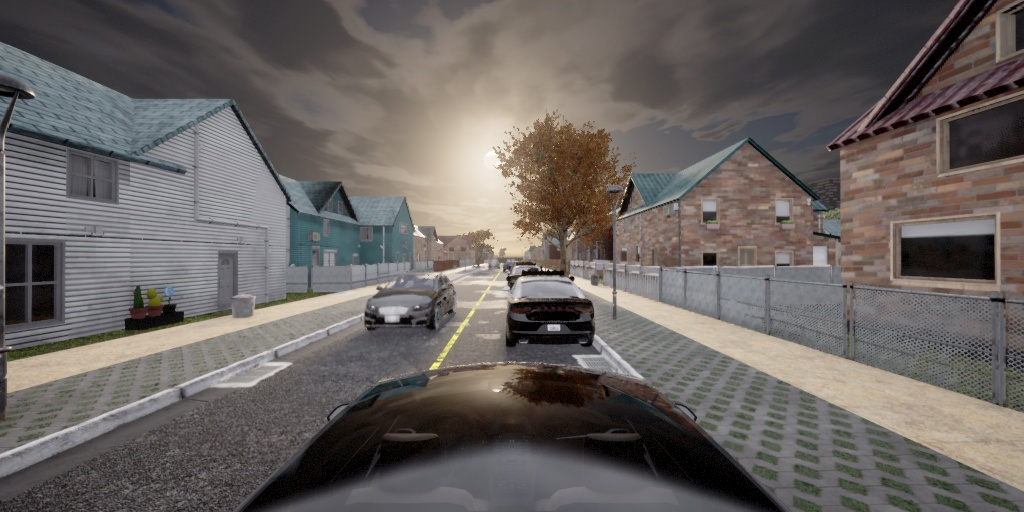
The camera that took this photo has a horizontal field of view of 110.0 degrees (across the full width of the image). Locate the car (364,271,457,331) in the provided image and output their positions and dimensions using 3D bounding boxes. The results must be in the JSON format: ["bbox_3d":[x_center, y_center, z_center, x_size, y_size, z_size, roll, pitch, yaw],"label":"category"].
[{"bbox_3d":[-2.883,1.245,11.059,2.128,1.511,4.902,0,0,0],"label":"car"}]

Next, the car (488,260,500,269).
[{"bbox_3d":[-2.964,1.412,59.280,2.128,1.511,4.902,0,0,0],"label":"car"}]

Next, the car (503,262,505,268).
[{"bbox_3d":[-0.133,1.214,49.086,2.097,1.767,4.553,0,0,0],"label":"car"}]

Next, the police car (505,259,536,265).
[{"bbox_3d":[0.760,1.184,19.489,1.930,1.638,5.238,0,0,0],"label":"police car"}]

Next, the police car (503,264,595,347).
[{"bbox_3d":[0.798,1.178,9.489,1.930,1.638,5.238,0,0,0],"label":"police car"}]

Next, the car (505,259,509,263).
[{"bbox_3d":[0.737,1.113,25.349,2.097,1.767,4.553,0,0,0],"label":"car"}]
